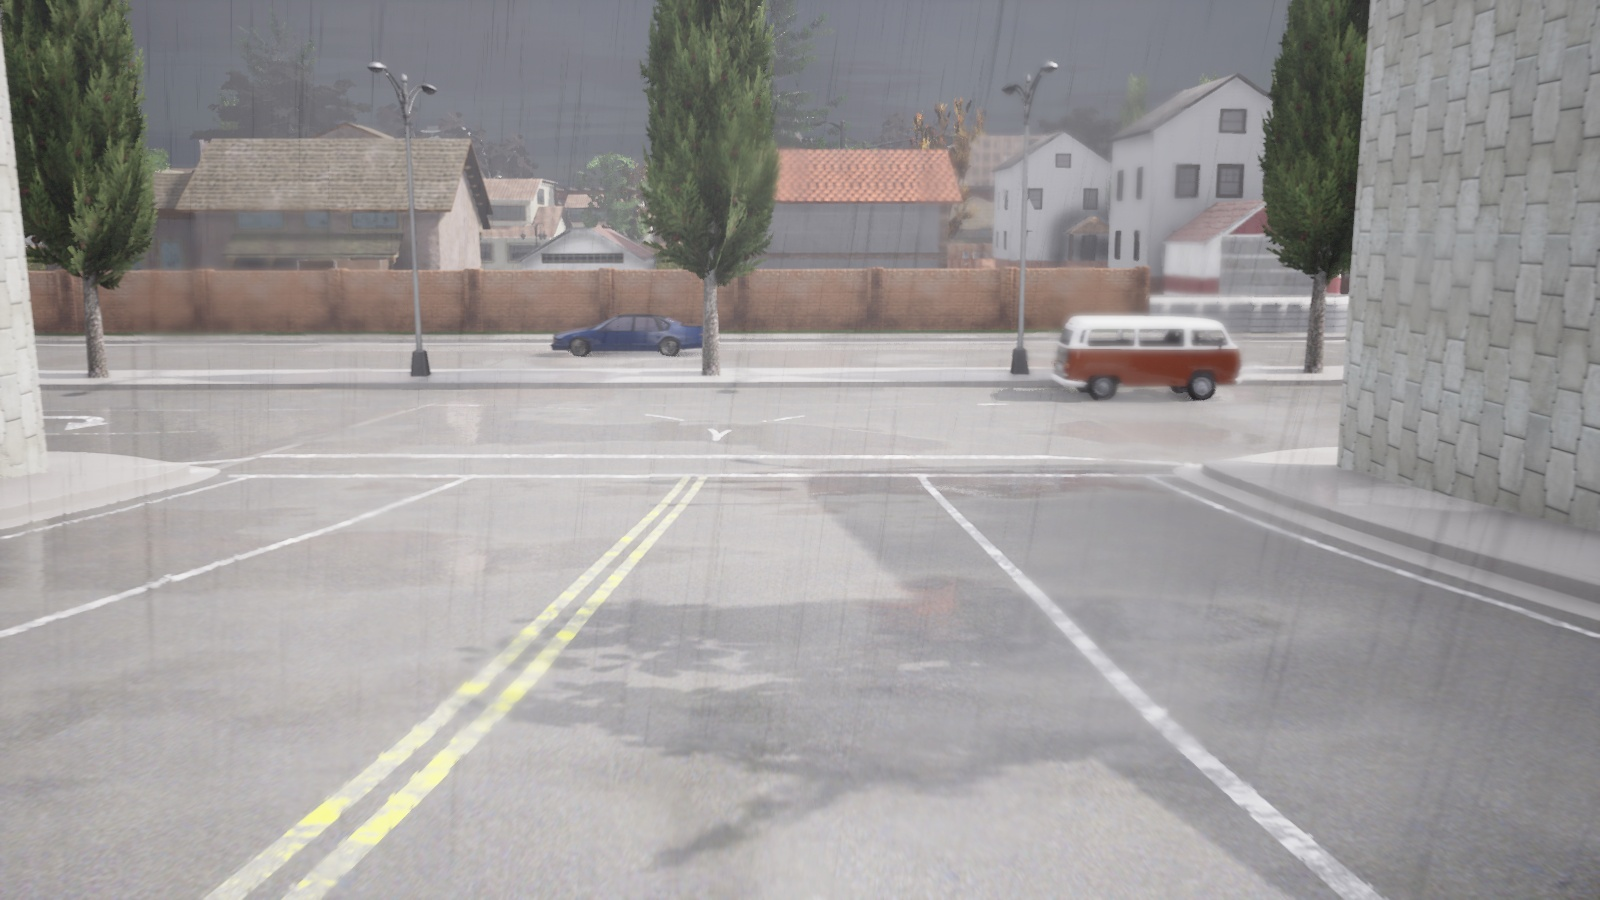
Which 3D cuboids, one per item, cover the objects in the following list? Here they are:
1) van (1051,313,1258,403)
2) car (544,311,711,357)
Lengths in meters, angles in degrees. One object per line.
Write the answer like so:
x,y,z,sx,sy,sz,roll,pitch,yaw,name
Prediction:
8.782,-2.325,31.447,4.480,2.038,2.069,0,10,-1,van
-5.779,-3.950,42.619,5.357,1.411,2.033,0,10,-1,car
